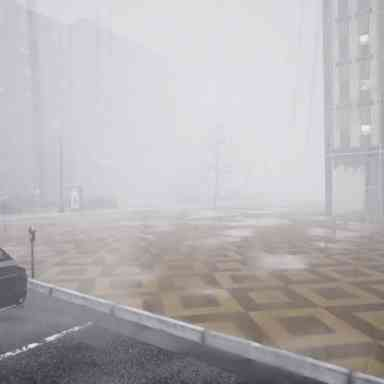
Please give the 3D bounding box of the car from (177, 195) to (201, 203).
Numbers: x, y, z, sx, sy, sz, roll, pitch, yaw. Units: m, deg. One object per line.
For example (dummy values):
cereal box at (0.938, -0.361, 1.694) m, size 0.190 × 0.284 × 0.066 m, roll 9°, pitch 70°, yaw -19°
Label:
car at (-0.525, 1.217, 60.468) m, size 1.812 × 1.442 × 4.674 m, roll -1°, pitch 0°, yaw 36°

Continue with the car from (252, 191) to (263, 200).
car at (12.419, 1.046, 68.637) m, size 1.802 × 1.307 × 4.206 m, roll -1°, pitch 0°, yaw 36°

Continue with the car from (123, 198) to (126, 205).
car at (-11.332, 1.262, 45.697) m, size 1.882 × 1.535 × 5.008 m, roll -1°, pitch 0°, yaw 36°

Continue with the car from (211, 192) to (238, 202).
car at (5.937, 1.093, 59.681) m, size 2.008 × 1.369 × 4.403 m, roll -1°, pitch 0°, yaw 36°

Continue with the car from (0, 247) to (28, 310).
car at (-4.979, 1.553, 6.596) m, size 4.403 × 1.369 × 2.008 m, roll 0°, pitch -1°, yaw 35°

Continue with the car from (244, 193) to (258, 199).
car at (15.353, 1.040, 86.985) m, size 1.947 × 1.339 × 4.313 m, roll -1°, pitch 0°, yaw 36°

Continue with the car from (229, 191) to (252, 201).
car at (9.178, 1.048, 64.159) m, size 1.887 × 1.381 × 4.507 m, roll -1°, pitch 0°, yaw 36°

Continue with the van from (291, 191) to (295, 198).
van at (25.379, 0.654, 86.549) m, size 1.690 × 1.788 × 3.998 m, roll -1°, pitch 0°, yaw 36°

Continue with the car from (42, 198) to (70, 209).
car at (-17.053, 1.415, 42.207) m, size 1.887 × 1.381 × 4.507 m, roll -1°, pitch 0°, yaw 36°

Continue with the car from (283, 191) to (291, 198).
car at (22.141, 0.932, 82.071) m, size 1.802 × 1.307 × 4.206 m, roll -1°, pitch 0°, yaw 36°

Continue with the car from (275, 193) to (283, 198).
car at (18.900, 0.938, 77.592) m, size 2.008 × 1.369 × 4.403 m, roll -1°, pitch 0°, yaw 36°

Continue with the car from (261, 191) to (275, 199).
car at (15.657, 0.740, 73.114) m, size 2.192 × 1.841 × 5.009 m, roll -1°, pitch 0°, yaw 36°

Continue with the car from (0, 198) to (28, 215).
car at (-16.747, 1.413, 28.336) m, size 1.802 × 1.307 × 4.206 m, roll -1°, pitch 0°, yaw 36°

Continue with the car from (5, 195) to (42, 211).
car at (-20.296, 1.228, 37.728) m, size 2.192 × 1.841 × 5.009 m, roll -1°, pitch 0°, yaw 36°

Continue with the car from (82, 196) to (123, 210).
car at (-10.267, 1.186, 37.292) m, size 1.967 × 1.590 × 4.097 m, roll -1°, pitch 0°, yaw 36°

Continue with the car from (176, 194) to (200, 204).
car at (-0.545, 1.062, 50.725) m, size 1.967 × 1.590 × 4.097 m, roll -1°, pitch 0°, yaw 36°
